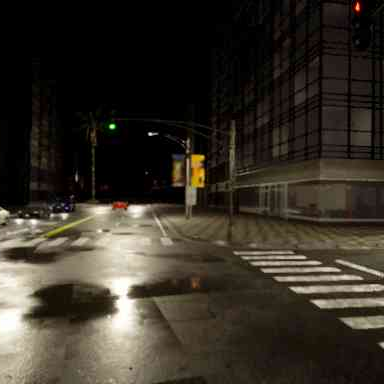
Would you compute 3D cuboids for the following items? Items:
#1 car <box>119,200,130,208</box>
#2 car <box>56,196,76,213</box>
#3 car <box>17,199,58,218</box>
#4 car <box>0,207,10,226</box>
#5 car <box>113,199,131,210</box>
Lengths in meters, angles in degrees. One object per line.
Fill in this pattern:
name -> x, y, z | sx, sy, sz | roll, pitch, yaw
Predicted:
car -> -12.916, 2.200, 63.712 | 1.812, 1.442, 4.674 | 1, -1, -8
car -> -16.415, 1.524, 42.666 | 2.150, 2.045, 5.566 | 1, -1, -8
car -> -14.943, 1.723, 32.058 | 2.033, 1.411, 5.357 | 1, -1, -8
car -> -13.437, 1.584, 21.512 | 1.812, 1.442, 4.674 | 1, -1, -8
car -> -10.994, 1.874, 51.230 | 2.097, 1.767, 4.553 | 1, -1, -8
